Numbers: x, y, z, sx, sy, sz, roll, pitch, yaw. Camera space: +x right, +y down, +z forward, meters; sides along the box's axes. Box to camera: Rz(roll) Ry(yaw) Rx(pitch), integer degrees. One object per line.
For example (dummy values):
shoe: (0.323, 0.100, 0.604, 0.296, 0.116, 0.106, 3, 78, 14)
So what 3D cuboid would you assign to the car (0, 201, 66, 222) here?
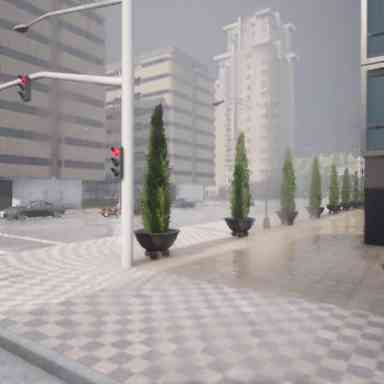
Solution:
car: (-12.444, 1.445, 26.274, 2.128, 1.511, 4.902, 0, 0, 34)

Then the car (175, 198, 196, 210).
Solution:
car: (-1.283, 1.484, 42.504, 1.812, 1.442, 4.674, 0, 0, 34)

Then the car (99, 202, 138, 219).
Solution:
car: (-5.917, 1.571, 29.598, 1.895, 1.301, 4.718, 0, 0, 34)

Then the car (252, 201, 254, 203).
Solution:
car: (7.548, 1.541, 49.113, 1.994, 1.385, 4.181, 0, 0, 35)
